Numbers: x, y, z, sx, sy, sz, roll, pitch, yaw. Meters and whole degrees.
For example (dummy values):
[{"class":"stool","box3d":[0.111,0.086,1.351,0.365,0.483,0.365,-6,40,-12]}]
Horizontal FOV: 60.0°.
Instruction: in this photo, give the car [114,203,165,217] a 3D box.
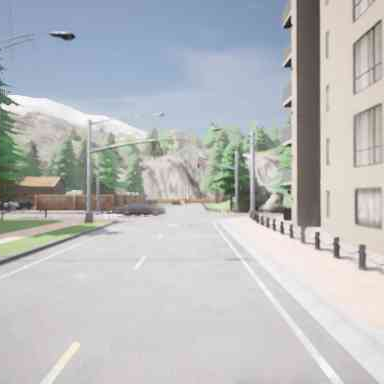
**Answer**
[{"class":"car","box3d":[-5.547,1.889,35.661,5.357,1.411,2.033,0,-1,-1]}]

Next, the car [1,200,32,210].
[{"class":"car","box3d":[-25.000,1.700,48.114,1.932,1.855,4.605,0,-1,-1]}]

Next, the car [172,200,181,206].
[{"class":"car","box3d":[-3.469,2.418,74.102,1.895,1.301,4.718,0,-1,0]}]
